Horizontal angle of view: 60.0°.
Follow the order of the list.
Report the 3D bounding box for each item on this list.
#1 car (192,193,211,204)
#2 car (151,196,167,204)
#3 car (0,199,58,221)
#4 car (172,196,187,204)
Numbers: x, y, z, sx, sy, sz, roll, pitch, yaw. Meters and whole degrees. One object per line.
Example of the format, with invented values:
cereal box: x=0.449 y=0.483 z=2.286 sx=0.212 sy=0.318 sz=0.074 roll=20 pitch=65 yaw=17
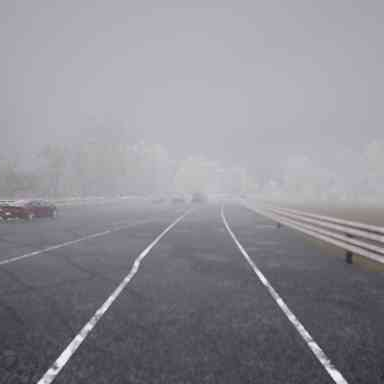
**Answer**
car: x=1.392 y=1.120 z=59.256 sx=2.150 sy=2.045 sz=5.566 roll=0 pitch=0 yaw=12
car: x=-5.759 y=1.388 z=59.192 sx=2.128 sy=1.511 sz=4.902 roll=0 pitch=0 yaw=12
car: x=-12.012 y=1.303 z=24.931 sx=1.882 sy=1.535 sz=5.008 roll=0 pitch=0 yaw=9
car: x=-2.180 y=1.404 z=59.204 sx=1.837 sy=1.490 sz=4.892 roll=0 pitch=0 yaw=12
